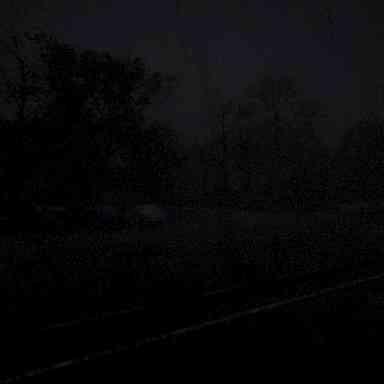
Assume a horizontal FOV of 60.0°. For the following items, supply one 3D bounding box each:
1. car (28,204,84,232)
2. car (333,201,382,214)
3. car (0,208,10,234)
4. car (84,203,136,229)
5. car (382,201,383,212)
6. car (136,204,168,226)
[{"bbox_3d":[-8.667,1.499,20.351,2.231,1.521,4.892,1,0,-35],"label":"car"},{"bbox_3d":[19.760,1.864,40.606,2.097,1.535,5.008,1,0,-35],"label":"car"},{"bbox_3d":[-11.337,1.504,18.452,2.002,1.452,4.674,1,0,-35],"label":"car"},{"bbox_3d":[-6.008,1.531,22.260,2.097,1.535,5.008,1,0,-35],"label":"car"},{"bbox_3d":[24.288,1.941,43.846,2.097,1.535,5.008,1,-1,-35],"label":"car"},{"bbox_3d":[-3.440,1.604,24.080,2.002,1.452,4.674,1,0,-35],"label":"car"}]
